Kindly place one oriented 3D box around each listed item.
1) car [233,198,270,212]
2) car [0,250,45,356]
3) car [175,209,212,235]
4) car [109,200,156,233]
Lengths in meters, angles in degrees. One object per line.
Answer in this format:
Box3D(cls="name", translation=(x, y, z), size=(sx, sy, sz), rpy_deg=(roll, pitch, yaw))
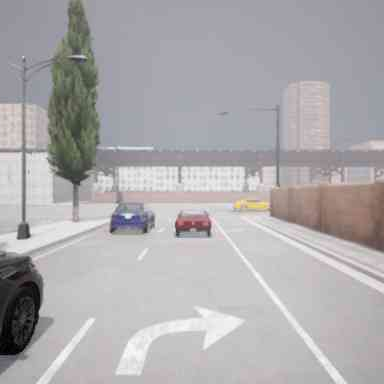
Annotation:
Box3D(cls="car", translation=(7.247, 1.463, 38.200), size=(5.008, 1.535, 1.882), rpy_deg=(0, -1, -1))
Box3D(cls="car", translation=(-3.400, 1.223, 2.897), size=(2.150, 2.045, 5.566), rpy_deg=(0, 0, 0))
Box3D(cls="car", translation=(0.069, 1.595, 18.644), size=(1.895, 1.301, 4.718), rpy_deg=(0, 0, 0))
Box3D(cls="car", translation=(-3.416, 1.346, 19.863), size=(2.097, 1.767, 4.553), rpy_deg=(0, 0, 0))
